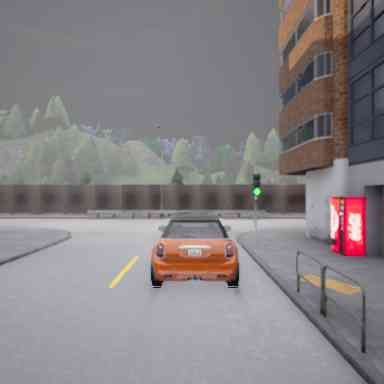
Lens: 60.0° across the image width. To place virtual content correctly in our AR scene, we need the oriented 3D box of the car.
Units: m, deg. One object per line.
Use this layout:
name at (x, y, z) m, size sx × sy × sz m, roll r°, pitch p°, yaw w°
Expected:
car at (0.077, 1.399, 9.629) m, size 2.097 × 1.767 × 4.553 m, roll 0°, pitch 0°, yaw 0°
